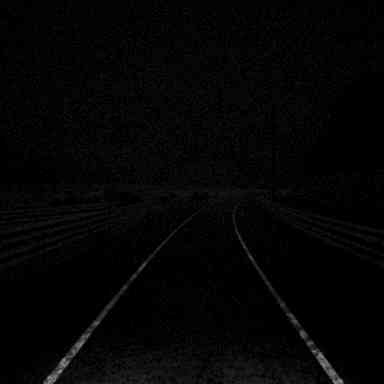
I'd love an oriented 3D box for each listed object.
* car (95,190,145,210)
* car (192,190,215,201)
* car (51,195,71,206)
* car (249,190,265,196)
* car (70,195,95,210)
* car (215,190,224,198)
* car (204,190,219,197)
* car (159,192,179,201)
[{"bbox_3d":[-7.108,0.850,34.676,2.150,2.045,5.566,1,1,24],"label":"car"},{"bbox_3d":[1.530,0.673,54.028,1.837,1.490,4.892,0,1,24],"label":"car"},{"bbox_3d":[-13.507,1.072,37.522,1.882,1.535,5.008,0,1,24],"label":"car"},{"bbox_3d":[17.661,0.333,90.099,1.812,1.442,4.674,0,0,24],"label":"car"},{"bbox_3d":[-10.312,1.102,36.093,2.128,1.511,4.902,0,1,24],"label":"car"},{"bbox_3d":[4.444,0.538,69.135,1.895,1.301,4.718,0,0,24],"label":"car"},{"bbox_3d":[4.531,0.376,77.874,1.882,1.535,5.008,0,1,24],"label":"car"},{"bbox_3d":[-4.036,0.686,58.710,1.837,1.490,4.892,0,1,24],"label":"car"}]
